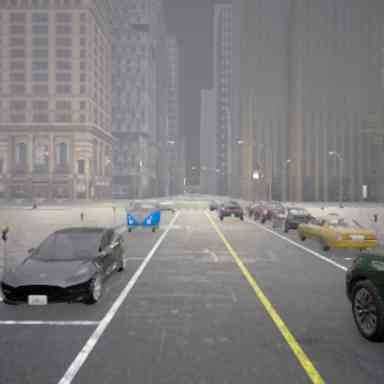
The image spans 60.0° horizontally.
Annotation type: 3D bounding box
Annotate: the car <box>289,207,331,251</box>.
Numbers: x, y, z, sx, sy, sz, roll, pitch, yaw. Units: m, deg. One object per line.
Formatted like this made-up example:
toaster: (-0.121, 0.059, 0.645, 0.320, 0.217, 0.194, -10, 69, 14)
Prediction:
car: (5.779, 1.541, 13.929, 1.752, 1.417, 4.829, 0, 0, 0)

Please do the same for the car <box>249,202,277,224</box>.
car: (5.799, 1.454, 25.041, 1.967, 1.590, 4.097, 0, 0, 0)

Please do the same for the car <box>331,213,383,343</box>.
car: (3.678, 1.232, 3.325, 2.150, 2.045, 5.566, 0, 0, 0)

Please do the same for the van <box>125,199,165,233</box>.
van: (-2.736, 1.337, 19.414, 1.690, 1.788, 3.998, 0, 0, 0)

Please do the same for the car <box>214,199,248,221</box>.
car: (3.101, 1.513, 27.494, 1.837, 1.490, 4.892, 0, 0, 1)

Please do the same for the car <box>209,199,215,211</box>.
car: (3.094, 1.569, 39.931, 1.994, 1.385, 4.181, 0, 0, 1)

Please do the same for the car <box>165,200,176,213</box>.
car: (-2.707, 1.543, 36.337, 2.008, 1.369, 4.403, 0, 0, 0)

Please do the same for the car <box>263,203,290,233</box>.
car: (5.789, 1.566, 19.400, 2.008, 1.369, 4.403, 0, 0, 0)

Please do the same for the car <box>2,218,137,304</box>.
car: (-2.756, 1.562, 8.132, 1.947, 1.339, 4.313, 0, 0, 0)
